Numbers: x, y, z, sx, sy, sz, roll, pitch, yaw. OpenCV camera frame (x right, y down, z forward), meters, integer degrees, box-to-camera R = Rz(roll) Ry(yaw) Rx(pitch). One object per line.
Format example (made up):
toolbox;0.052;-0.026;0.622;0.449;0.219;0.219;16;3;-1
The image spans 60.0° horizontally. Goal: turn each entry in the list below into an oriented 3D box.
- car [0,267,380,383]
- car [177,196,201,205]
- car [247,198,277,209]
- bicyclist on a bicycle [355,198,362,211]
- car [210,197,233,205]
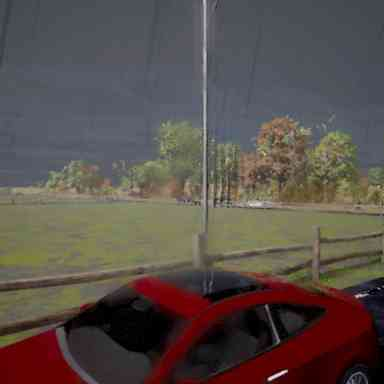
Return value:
car;-0.089;1.528;3.005;4.674;1.442;1.812;0;0;-35
car;-0.267;1.756;62.839;1.895;1.301;4.718;0;0;-35
car;9.995;1.617;47.854;1.812;1.442;4.674;0;0;-35
bicyclist on a bicycle;21.166;1.547;42.201;1.656;1.620;0.582;0;0;-35
car;5.286;1.577;59.720;1.882;1.535;5.008;0;0;-34
